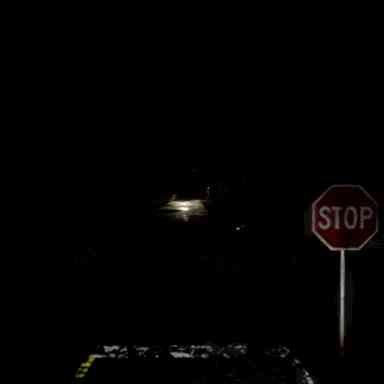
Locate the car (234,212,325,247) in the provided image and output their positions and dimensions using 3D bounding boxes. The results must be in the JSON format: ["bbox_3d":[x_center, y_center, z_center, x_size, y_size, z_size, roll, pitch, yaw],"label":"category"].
[{"bbox_3d":[3.972,1.561,14.527,4.181,1.385,1.994,0,0,-5],"label":"car"}]
